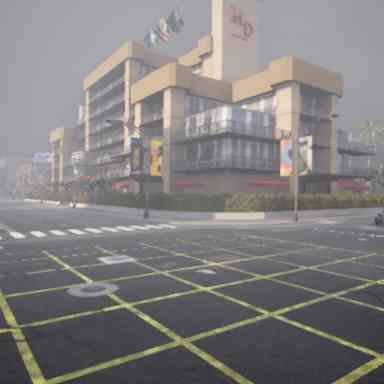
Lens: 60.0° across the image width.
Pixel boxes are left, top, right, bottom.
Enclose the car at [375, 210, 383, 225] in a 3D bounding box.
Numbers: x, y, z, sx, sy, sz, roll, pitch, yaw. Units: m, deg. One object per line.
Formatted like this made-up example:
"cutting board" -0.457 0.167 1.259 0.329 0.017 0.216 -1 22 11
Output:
"car" 15.519 1.745 24.802 4.674 1.442 1.812 1 0 -35
